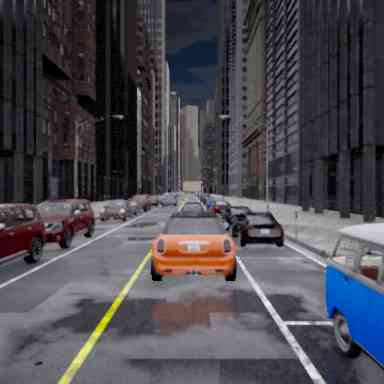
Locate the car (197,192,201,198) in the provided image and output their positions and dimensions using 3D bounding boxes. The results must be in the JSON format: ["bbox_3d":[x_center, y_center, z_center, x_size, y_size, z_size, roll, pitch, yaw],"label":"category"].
[{"bbox_3d":[2.756,1.136,70.727,2.192,1.841,5.009,0,0,0],"label":"car"}]

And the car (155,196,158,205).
[{"bbox_3d":[-5.767,1.434,48.277,1.947,1.339,4.313,0,0,0],"label":"car"}]

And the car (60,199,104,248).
[{"bbox_3d":[-5.762,1.271,14.618,2.192,1.841,5.009,0,0,0],"label":"car"}]

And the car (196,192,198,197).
[{"bbox_3d":[2.755,1.125,76.336,2.192,1.841,5.009,0,0,0],"label":"car"}]

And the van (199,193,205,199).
[{"bbox_3d":[2.753,1.120,93.164,1.690,1.788,3.998,0,0,0],"label":"van"}]

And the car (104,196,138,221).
[{"bbox_3d":[-5.764,1.366,25.838,1.967,1.590,4.097,0,0,0],"label":"car"}]

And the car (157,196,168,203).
[{"bbox_3d":[-5.769,1.414,65.105,1.802,1.307,4.206,0,0,0],"label":"car"}]

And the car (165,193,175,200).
[{"bbox_3d":[-5.771,1.104,87.542,2.192,1.841,5.009,0,0,0],"label":"car"}]

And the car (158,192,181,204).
[{"bbox_3d":[-3.090,1.224,46.319,2.097,1.767,4.553,0,0,0],"label":"car"}]

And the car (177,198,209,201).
[{"bbox_3d":[0.064,1.473,25.822,2.033,1.411,5.357,0,0,0],"label":"car"}]

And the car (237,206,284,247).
[{"bbox_3d":[2.762,1.522,14.637,1.947,1.339,4.313,0,0,0],"label":"car"}]

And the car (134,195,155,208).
[{"bbox_3d":[-5.765,1.211,37.057,2.192,1.841,5.009,0,0,0],"label":"car"}]

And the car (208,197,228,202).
[{"bbox_3d":[2.760,1.455,31.464,1.887,1.381,4.507,0,0,0],"label":"car"}]

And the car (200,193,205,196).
[{"bbox_3d":[2.756,1.414,65.119,1.802,1.307,4.206,0,0,0],"label":"car"}]

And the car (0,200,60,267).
[{"bbox_3d":[-5.762,1.287,9.010,2.192,1.841,5.009,0,0,0],"label":"car"}]

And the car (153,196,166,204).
[{"bbox_3d":[-5.768,1.394,59.495,2.008,1.369,4.403,0,0,0],"label":"car"}]

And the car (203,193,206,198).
[{"bbox_3d":[2.759,1.322,42.682,1.967,1.590,4.097,0,0,0],"label":"car"}]

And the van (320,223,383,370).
[{"bbox_3d":[2.764,1.330,3.418,1.690,1.788,3.998,0,0,0],"label":"van"}]

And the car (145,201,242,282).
[{"bbox_3d":[0.061,1.321,9.863,2.097,1.767,4.553,0,0,1],"label":"car"}]

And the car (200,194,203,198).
[{"bbox_3d":[2.758,1.421,53.900,1.947,1.339,4.313,0,0,0],"label":"car"}]

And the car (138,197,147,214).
[{"bbox_3d":[-5.765,1.461,31.448,2.008,1.369,4.403,0,0,0],"label":"car"}]

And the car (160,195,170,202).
[{"bbox_3d":[-5.769,1.346,70.544,1.752,1.417,4.829,0,0,0],"label":"car"}]

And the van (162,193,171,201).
[{"bbox_3d":[-5.770,1.151,76.323,1.690,1.788,3.998,0,0,0],"label":"van"}]

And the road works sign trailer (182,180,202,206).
[{"bbox_3d":[-0.002,0.336,41.406,2.380,3.560,2.880,0,0,0],"label":"road works sign trailer"}]

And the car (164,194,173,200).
[{"bbox_3d":[-5.771,1.240,81.933,1.967,1.590,4.097,0,0,0],"label":"car"}]

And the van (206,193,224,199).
[{"bbox_3d":[2.760,1.237,37.073,1.690,1.788,3.998,0,0,0],"label":"van"}]
